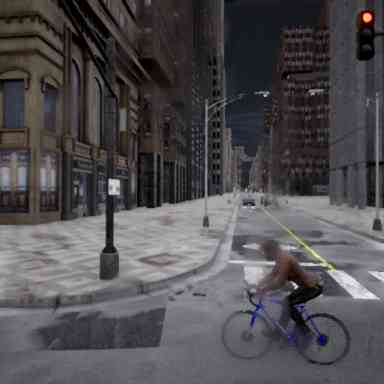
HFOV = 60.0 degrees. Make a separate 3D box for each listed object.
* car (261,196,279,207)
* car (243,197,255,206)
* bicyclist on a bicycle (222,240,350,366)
[{"bbox_3d":[11.155,1.392,46.991,1.812,1.442,4.674,0,0,9],"label":"car"},{"bbox_3d":[8.554,1.392,50.146,2.033,1.411,5.357,0,0,8],"label":"car"},{"bbox_3d":[1.207,1.459,4.374,1.656,1.620,0.582,-1,0,8],"label":"bicyclist on a bicycle"}]
